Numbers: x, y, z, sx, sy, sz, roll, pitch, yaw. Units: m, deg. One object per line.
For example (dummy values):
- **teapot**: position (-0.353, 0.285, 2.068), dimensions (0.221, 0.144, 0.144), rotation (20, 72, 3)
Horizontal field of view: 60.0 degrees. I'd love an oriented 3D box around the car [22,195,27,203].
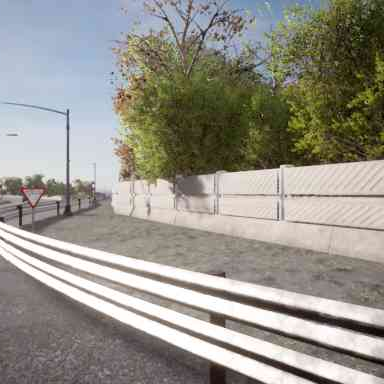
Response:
- **car**: position (-36.030, 1.267, 73.058), dimensions (2.150, 2.045, 5.566), rotation (0, 0, -27)
